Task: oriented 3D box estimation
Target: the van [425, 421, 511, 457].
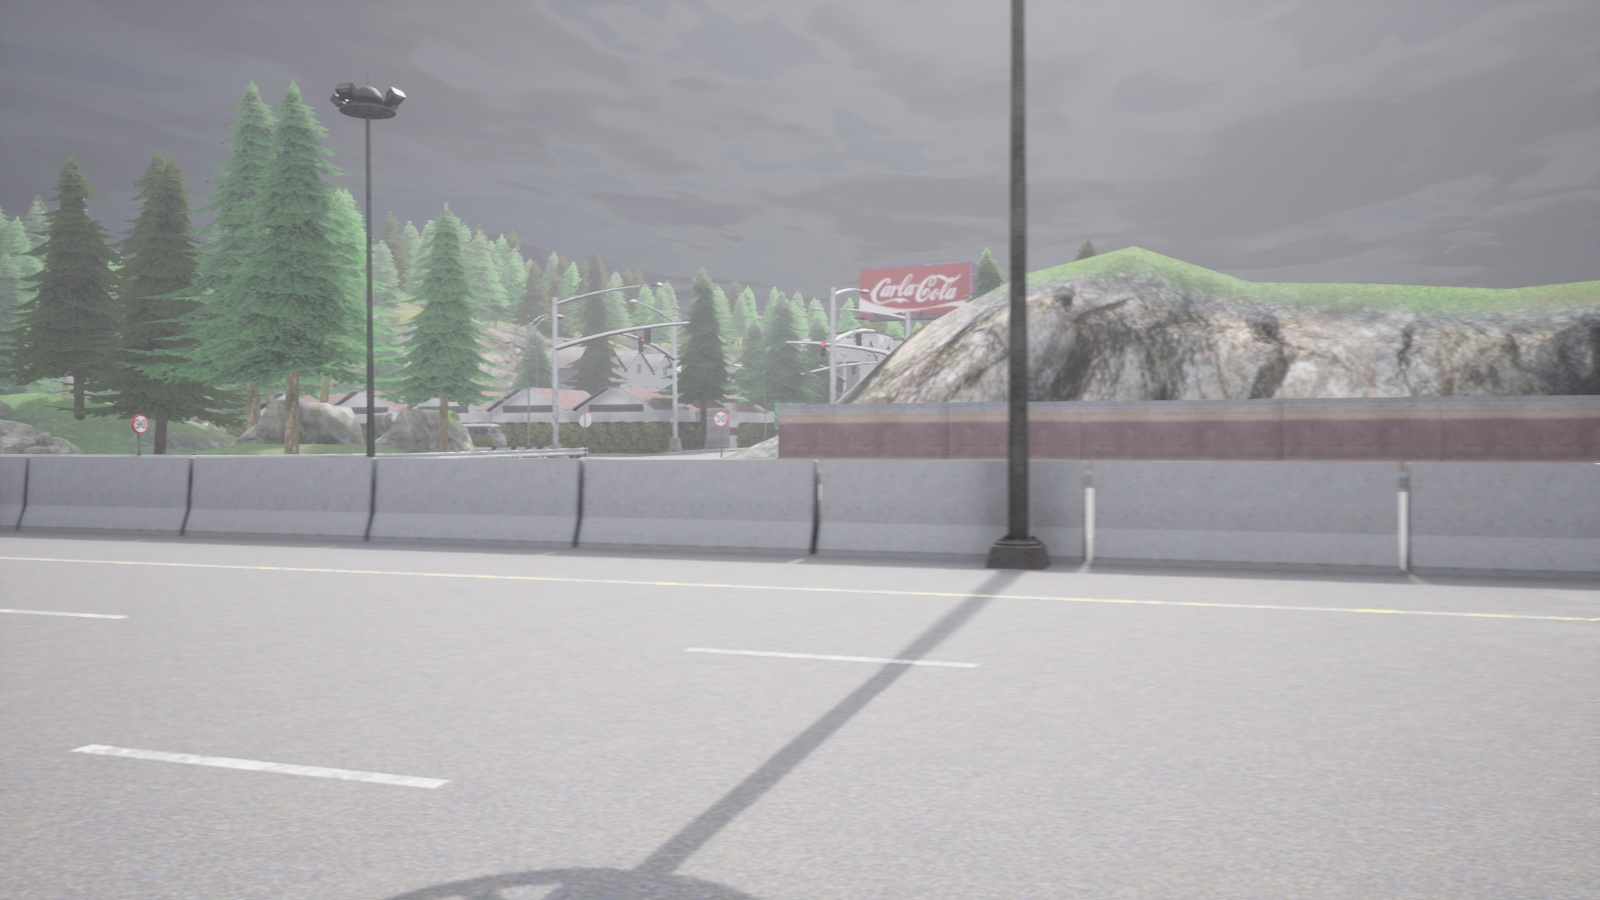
[{"bbox_3d":[-18.707,-0.630,70.860,4.442,1.987,1.775,1,1,19],"label":"van"}]
